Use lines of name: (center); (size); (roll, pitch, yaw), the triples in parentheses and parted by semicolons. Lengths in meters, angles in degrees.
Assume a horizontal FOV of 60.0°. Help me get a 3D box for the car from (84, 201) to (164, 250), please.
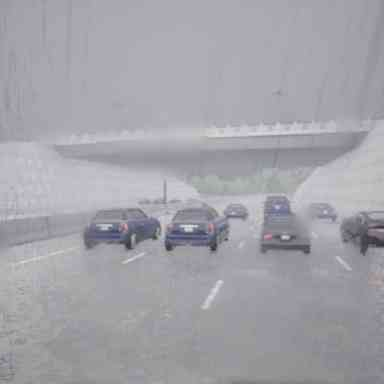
car: (-3.031, 1.502, 15.466); (2.097, 1.767, 4.553); (-1, -1, 14)

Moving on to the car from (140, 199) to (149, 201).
car: (-10.567, 2.199, 74.335); (1.812, 1.442, 4.674); (-1, 0, 13)

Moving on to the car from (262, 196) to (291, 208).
car: (7.241, 1.331, 28.364); (2.150, 2.045, 5.566); (-1, 0, 13)

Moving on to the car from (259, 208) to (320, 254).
car: (3.757, 1.600, 13.750); (2.033, 1.411, 5.357); (-1, 0, 13)

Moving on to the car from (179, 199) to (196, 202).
car: (0.548, 1.693, 30.435); (1.882, 1.535, 5.008); (-1, 0, 14)

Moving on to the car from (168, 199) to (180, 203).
car: (-3.757, 2.129, 72.718); (1.994, 1.385, 4.181); (-1, 0, 13)

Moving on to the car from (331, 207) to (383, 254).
car: (7.233, 1.497, 13.230); (2.128, 1.511, 4.902); (-1, 0, 14)

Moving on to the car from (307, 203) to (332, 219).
car: (10.644, 1.612, 27.528); (2.033, 1.411, 5.357); (-1, 0, 13)

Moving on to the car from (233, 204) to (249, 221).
car: (3.915, 1.729, 29.471); (1.994, 1.385, 4.181); (-1, 0, 14)

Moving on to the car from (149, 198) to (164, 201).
car: (-7.163, 2.103, 73.527); (1.882, 1.535, 5.008); (-1, 0, 13)

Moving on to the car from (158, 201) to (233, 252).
car: (0.373, 1.453, 14.654); (2.097, 1.767, 4.553); (-1, -1, 14)
